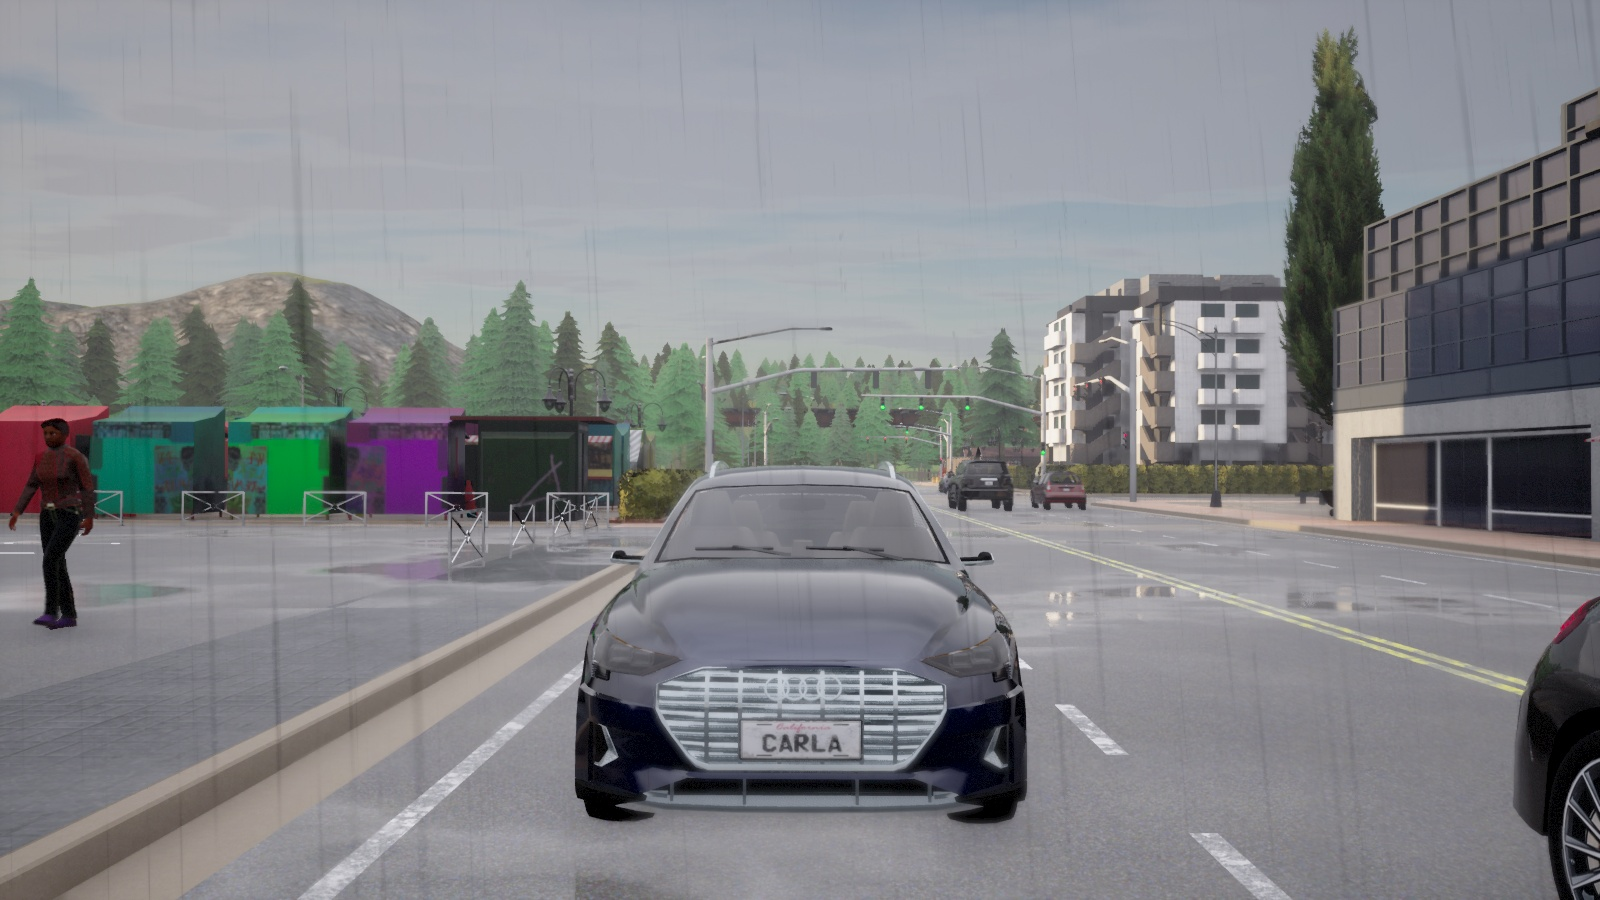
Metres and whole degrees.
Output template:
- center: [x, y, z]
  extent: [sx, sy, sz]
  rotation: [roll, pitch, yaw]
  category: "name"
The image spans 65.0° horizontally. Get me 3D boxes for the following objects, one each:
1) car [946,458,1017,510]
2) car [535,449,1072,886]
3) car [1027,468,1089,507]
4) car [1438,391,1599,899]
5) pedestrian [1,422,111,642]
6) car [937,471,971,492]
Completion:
- center: [7.378, 1.368, 51.571]
  extent: [2.150, 2.045, 5.566]
  rotation: [0, -1, 0]
  category: "car"
- center: [0.019, 0.865, 7.197]
  extent: [2.033, 1.649, 4.856]
  rotation: [0, -1, 0]
  category: "car"
- center: [10.892, 1.561, 53.228]
  extent: [1.851, 1.617, 3.988]
  rotation: [0, -1, 0]
  category: "car"
- center: [3.494, 0.617, 2.241]
  extent: [2.152, 1.651, 5.027]
  rotation: [0, -1, 0]
  category: "car"
- center: [-6.352, 0.678, 10.752]
  extent: [0.328, 1.805, 0.869]
  rotation: [0, -1, 9]
  category: "pedestrian"
- center: [11.203, 2.269, 91.545]
  extent: [1.970, 1.475, 3.806]
  rotation: [0, -1, 0]
  category: "car"
